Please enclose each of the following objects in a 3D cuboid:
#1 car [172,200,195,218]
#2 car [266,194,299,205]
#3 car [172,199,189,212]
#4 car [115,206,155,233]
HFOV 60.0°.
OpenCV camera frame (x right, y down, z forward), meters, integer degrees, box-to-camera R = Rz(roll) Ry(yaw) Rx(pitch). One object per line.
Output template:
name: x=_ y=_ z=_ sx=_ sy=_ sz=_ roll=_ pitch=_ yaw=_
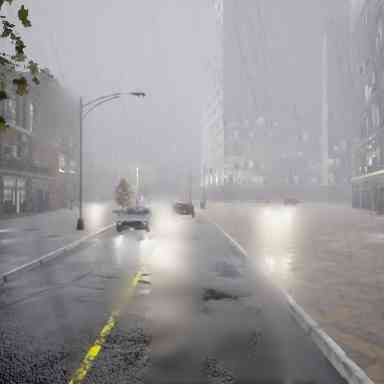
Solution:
car: x=-0.811 y=1.483 z=30.803 sx=1.882 sy=1.535 sz=5.008 roll=0 pitch=0 yaw=-3
car: x=13.956 y=1.201 z=51.535 sx=5.009 sy=1.841 sz=2.192 roll=0 pitch=-1 yaw=15
car: x=-1.491 y=1.607 z=40.679 sx=1.895 sy=1.301 sz=4.718 roll=0 pitch=0 yaw=-4
car: x=-3.214 y=1.549 z=19.904 sx=2.033 sy=1.411 sz=5.357 roll=0 pitch=0 yaw=-2
